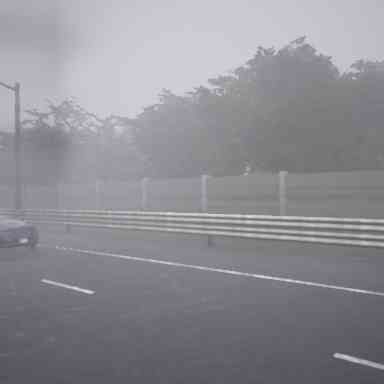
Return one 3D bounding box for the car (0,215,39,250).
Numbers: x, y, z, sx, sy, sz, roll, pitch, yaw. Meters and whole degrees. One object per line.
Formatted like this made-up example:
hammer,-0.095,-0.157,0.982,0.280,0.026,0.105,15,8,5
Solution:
car,-8.286,1.711,13.977,4.674,1.442,1.812,-1,-1,35
